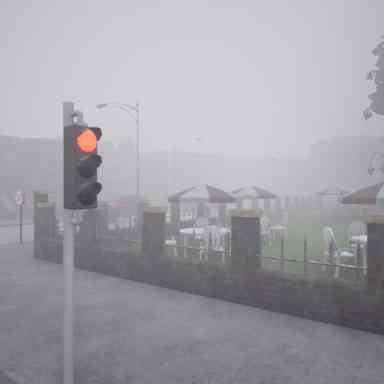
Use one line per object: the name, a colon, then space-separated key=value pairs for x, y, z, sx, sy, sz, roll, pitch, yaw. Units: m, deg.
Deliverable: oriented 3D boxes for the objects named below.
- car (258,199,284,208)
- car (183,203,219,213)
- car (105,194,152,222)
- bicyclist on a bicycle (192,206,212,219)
car: x=11.207 y=1.527 z=46.694 sx=4.674 sy=1.442 sz=1.812 roll=0 pitch=0 yaw=-15
car: x=1.261 y=1.218 z=36.976 sx=2.150 sy=2.045 sz=5.566 roll=0 pitch=0 yaw=34
car: x=-5.660 y=1.221 z=27.075 sx=2.150 sy=2.045 sz=5.566 roll=0 pitch=0 yaw=35
bicyclist on a bicycle: x=0.664 y=1.340 z=21.467 sx=1.656 sy=1.620 sz=0.582 roll=0 pitch=0 yaw=36
